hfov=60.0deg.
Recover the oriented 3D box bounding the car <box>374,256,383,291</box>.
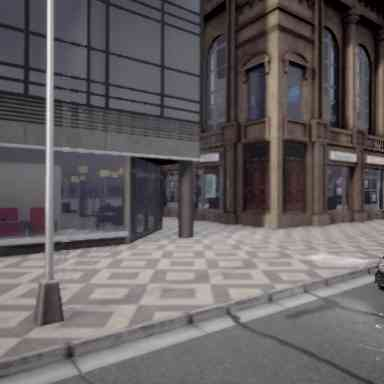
[{"bbox_3d":[6.139,1.528,7.745,4.674,1.442,1.812,0,0,-35],"label":"car"}]
